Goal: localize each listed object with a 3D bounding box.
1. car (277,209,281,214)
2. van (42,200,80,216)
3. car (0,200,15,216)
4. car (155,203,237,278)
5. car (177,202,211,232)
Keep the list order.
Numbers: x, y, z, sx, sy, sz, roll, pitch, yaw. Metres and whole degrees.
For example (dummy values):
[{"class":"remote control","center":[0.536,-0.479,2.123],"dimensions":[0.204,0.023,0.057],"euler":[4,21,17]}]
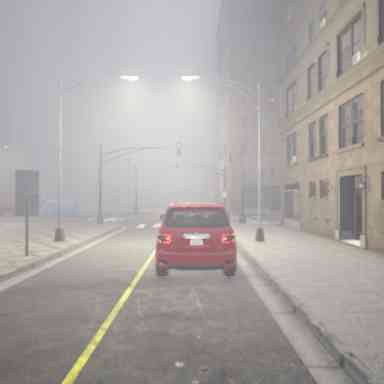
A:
[{"class":"car","center":[12.167,1.962,37.817],"dimensions":[4.829,1.417,1.752],"euler":[0,-1,-1]},{"class":"van","center":[-14.676,1.817,37.447],"dimensions":[3.998,1.788,1.690],"euler":[0,-1,-1]},{"class":"car","center":[-20.317,1.789,37.369],"dimensions":[5.009,1.841,2.192],"euler":[0,-1,-1]},{"class":"car","center":[0.114,1.345,10.700],"dimensions":[2.150,2.045,5.566],"euler":[0,-1,0]},{"class":"car","center":[0.129,1.618,22.820],"dimensions":[2.097,1.767,4.553],"euler":[0,-1,0]}]
